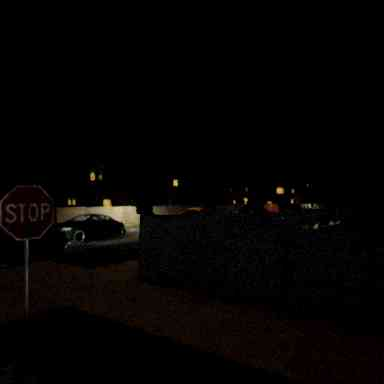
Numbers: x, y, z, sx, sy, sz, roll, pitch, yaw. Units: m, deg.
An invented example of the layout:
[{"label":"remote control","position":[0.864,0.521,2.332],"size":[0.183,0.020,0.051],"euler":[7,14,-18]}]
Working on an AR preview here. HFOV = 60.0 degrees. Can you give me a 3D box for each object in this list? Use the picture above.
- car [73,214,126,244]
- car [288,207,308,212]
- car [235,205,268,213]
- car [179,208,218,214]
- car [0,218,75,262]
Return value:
[{"label":"car","position":[-5.513,1.846,17.628],"size":[1.994,1.385,4.181],"euler":[-1,-2,35]},{"label":"car","position":[14.840,2.745,46.123],"size":[1.895,1.301,4.718],"euler":[-1,-2,35]},{"label":"car","position":[6.039,2.087,33.881],"size":[2.097,1.767,4.553],"euler":[-1,-2,35]},{"label":"car","position":[0.249,1.985,25.736],"size":[1.882,1.535,5.008],"euler":[-1,-2,35]},{"label":"car","position":[-6.416,1.713,11.228],"size":[1.895,1.301,4.718],"euler":[-1,-2,19]}]
